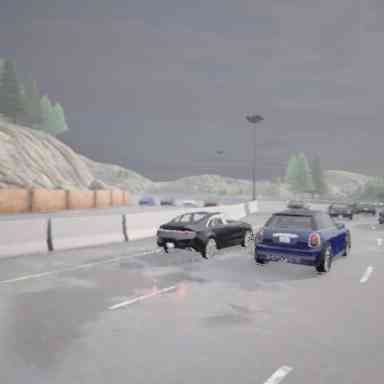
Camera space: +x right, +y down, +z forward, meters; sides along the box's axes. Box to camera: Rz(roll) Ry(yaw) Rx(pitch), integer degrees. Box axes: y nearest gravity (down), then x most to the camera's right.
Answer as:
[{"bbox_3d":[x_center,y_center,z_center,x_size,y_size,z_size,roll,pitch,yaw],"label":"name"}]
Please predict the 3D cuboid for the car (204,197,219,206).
[{"bbox_3d":[2.857,1.509,47.200,1.882,1.535,5.008,1,0,8],"label":"car"}]

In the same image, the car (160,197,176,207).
[{"bbox_3d":[-3.662,1.454,51.312,1.882,1.535,5.008,1,0,5],"label":"car"}]

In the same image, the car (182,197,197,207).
[{"bbox_3d":[-0.337,1.530,49.649,1.812,1.442,4.674,1,0,6],"label":"car"}]

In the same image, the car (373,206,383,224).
[{"bbox_3d":[14.195,1.615,23.019,2.128,1.511,4.902,0,0,23],"label":"car"}]

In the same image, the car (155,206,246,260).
[{"bbox_3d":[0.679,1.497,12.664,2.128,1.511,4.902,1,0,35],"label":"car"}]

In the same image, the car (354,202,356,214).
[{"bbox_3d":[13.100,1.716,29.711,1.895,1.301,4.718,0,0,19],"label":"car"}]

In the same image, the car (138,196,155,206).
[{"bbox_3d":[-7.057,1.426,52.439,1.882,1.535,5.008,1,0,5],"label":"car"}]

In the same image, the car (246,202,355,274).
[{"bbox_3d":[3.845,1.385,11.148,2.097,1.767,4.553,0,0,35],"label":"car"}]

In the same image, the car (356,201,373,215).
[{"bbox_3d":[18.682,1.728,36.660,1.994,1.385,4.181,0,0,14],"label":"car"}]
